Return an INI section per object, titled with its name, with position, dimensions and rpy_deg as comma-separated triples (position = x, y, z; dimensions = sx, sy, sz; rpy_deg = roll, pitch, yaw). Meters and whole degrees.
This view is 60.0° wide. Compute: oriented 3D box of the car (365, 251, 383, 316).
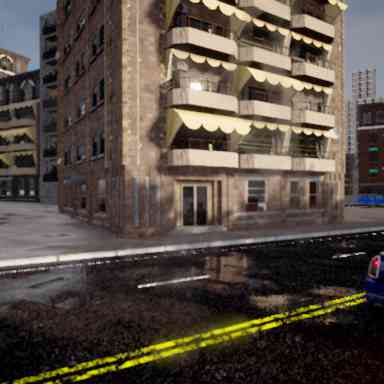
[car]
position = 5.403, 1.405, 6.284
dimensions = 4.553, 1.767, 2.097
rpy_deg = 0, 0, -31

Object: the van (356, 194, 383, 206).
[van]
position = 29.572, 1.308, 55.167
dimensions = 3.998, 1.788, 1.690
rpy_deg = 1, -1, 26
